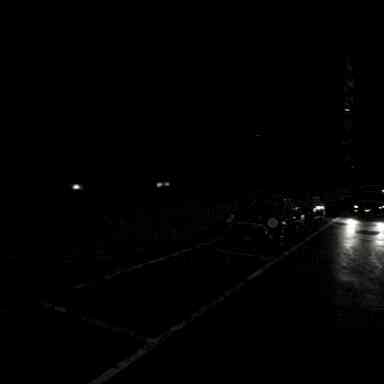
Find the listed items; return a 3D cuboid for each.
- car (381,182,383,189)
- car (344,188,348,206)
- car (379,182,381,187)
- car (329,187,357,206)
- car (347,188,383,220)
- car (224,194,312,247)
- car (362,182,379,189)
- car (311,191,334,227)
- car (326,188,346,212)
[{"bbox_3d":[45.928,-1.135,78.131,1.812,1.442,4.674,4,3,31],"label":"car"},{"bbox_3d":[11.214,0.406,26.062,1.967,1.590,4.097,4,3,31],"label":"car"},{"bbox_3d":[41.739,-1.177,76.536,1.752,1.417,4.829,3,3,31],"label":"car"},{"bbox_3d":[13.946,0.340,30.588,1.752,1.417,4.829,4,3,31],"label":"car"},{"bbox_3d":[11.075,0.748,20.674,1.837,1.490,4.892,4,3,31],"label":"car"},{"bbox_3d":[2.744,0.874,12.060,1.967,1.590,4.097,4,3,31],"label":"car"},{"bbox_3d":[33.394,-0.934,62.718,2.192,1.841,5.009,3,3,31],"label":"car"},{"bbox_3d":[5.564,0.828,16.733,2.008,1.369,4.403,4,3,31],"label":"car"},{"bbox_3d":[8.387,0.666,21.400,1.887,1.381,4.507,4,3,31],"label":"car"}]
